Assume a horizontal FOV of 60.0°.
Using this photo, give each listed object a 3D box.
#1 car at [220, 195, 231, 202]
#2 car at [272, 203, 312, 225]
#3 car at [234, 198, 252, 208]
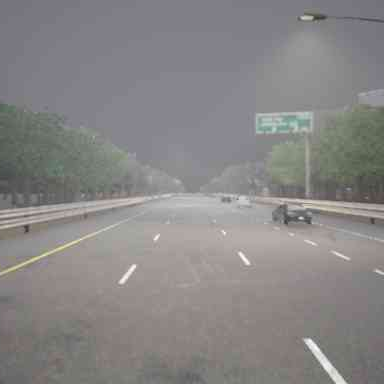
[{"bbox_3d":[7.155,1.422,71.594,1.882,1.535,5.008,0,0,0],"label":"car"},{"bbox_3d":[7.029,1.522,23.666,1.812,1.442,4.674,0,0,0],"label":"car"},{"bbox_3d":[7.089,1.500,46.442,1.812,1.442,4.674,0,0,0],"label":"car"}]
